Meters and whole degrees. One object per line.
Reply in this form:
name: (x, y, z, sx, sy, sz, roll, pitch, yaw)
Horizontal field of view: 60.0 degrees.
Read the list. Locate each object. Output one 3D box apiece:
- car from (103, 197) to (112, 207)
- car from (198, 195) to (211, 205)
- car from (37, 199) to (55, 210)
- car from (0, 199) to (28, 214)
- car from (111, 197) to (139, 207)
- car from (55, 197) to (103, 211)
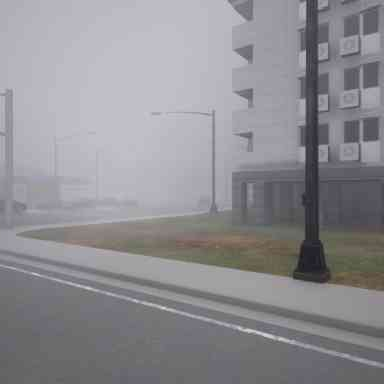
car: (-13.356, 1.478, 51.663, 1.882, 1.535, 5.008, 0, 0, 16)
car: (2.224, 1.352, 58.058, 2.097, 1.767, 4.553, 0, 0, 6)
car: (-17.577, 1.564, 42.491, 1.994, 1.385, 4.181, 0, 0, 31)
car: (-19.362, 1.478, 33.714, 1.882, 1.535, 5.008, 0, 0, 36)
car: (-9.930, 1.601, 50.862, 1.895, 1.301, 4.718, 0, 0, 16)
car: (-14.061, 1.492, 41.573, 2.128, 1.511, 4.902, 0, 0, 30)
